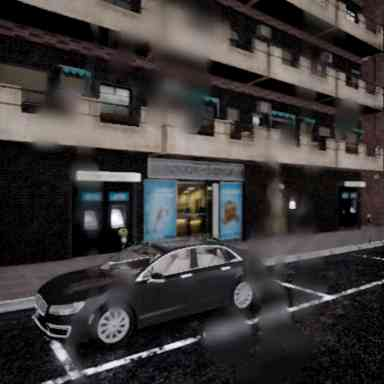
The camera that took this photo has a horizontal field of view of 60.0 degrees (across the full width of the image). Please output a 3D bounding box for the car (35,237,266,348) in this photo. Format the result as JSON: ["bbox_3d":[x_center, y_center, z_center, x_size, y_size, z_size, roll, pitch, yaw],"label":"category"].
[{"bbox_3d":[-0.509,1.578,6.208,4.403,1.369,2.008,1,-1,-36],"label":"car"}]
